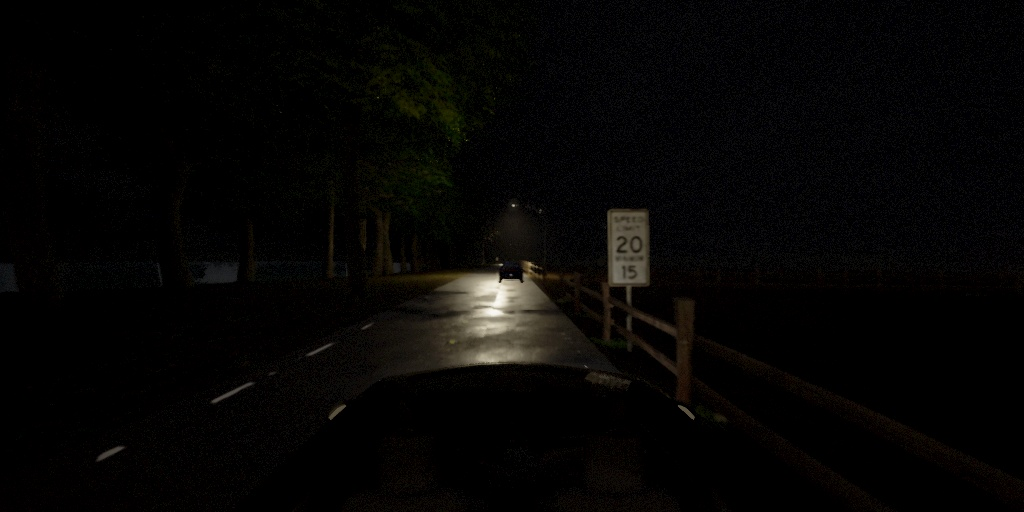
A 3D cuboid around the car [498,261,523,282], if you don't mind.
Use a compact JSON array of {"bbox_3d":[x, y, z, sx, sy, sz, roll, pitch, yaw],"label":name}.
[{"bbox_3d":[-0.092,1.298,29.711,1.882,1.535,5.008,0,0,0],"label":"car"}]
